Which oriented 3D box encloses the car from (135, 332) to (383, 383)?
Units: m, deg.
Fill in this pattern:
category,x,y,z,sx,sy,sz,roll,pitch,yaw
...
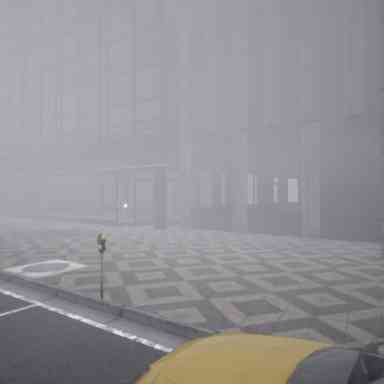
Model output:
category,x,y,z,sx,sy,sz,roll,pitch,yaw
car,1.630,1.525,1.920,4.829,1.417,1.752,0,0,36
